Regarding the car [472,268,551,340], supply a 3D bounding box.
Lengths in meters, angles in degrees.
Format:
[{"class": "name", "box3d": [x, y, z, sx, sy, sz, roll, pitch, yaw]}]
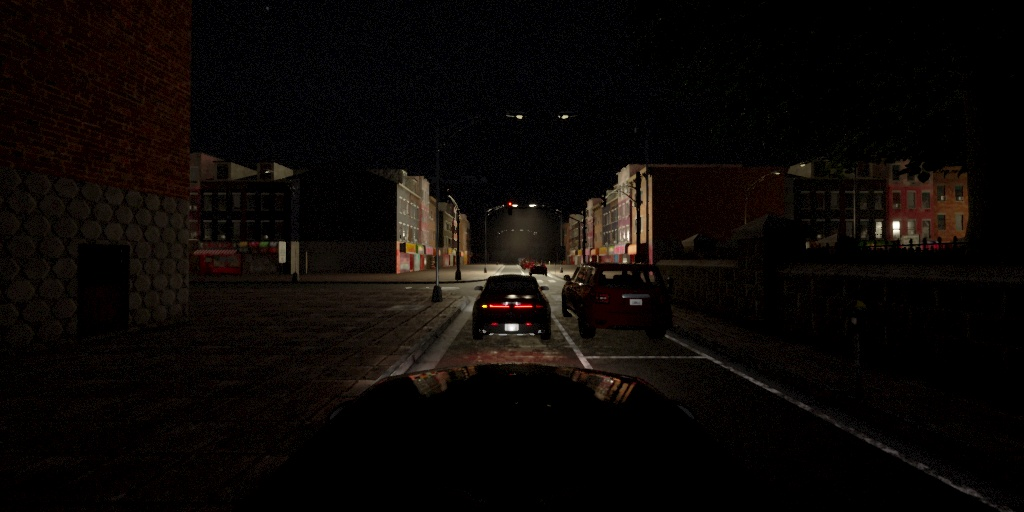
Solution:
[{"class": "car", "box3d": [-0.010, 1.260, 9.988, 1.837, 1.490, 4.892, 0, 0, 0]}]

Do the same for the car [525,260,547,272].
[{"class": "car", "box3d": [2.595, 1.340, 36.458, 1.888, 1.381, 4.507, 0, 0, 0]}]

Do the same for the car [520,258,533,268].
[{"class": "car", "box3d": [2.574, 1.382, 52.770, 1.888, 1.381, 4.507, 0, 0, 0]}]

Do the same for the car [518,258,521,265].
[{"class": "car", "box3d": [2.567, 1.168, 58.207, 2.192, 1.841, 5.009, 0, 0, 0]}]

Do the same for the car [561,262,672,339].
[{"class": "car", "box3d": [2.628, 1.070, 10.029, 2.192, 1.841, 5.009, 0, 0, 0]}]
